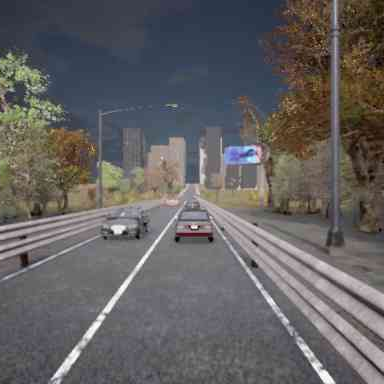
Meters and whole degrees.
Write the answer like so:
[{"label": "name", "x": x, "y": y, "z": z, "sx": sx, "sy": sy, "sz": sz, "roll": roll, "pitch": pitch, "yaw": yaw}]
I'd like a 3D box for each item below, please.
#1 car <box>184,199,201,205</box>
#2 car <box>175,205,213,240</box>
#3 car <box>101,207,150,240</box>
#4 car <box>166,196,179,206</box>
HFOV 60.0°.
[{"label": "car", "x": 0.086, "y": 1.662, "z": 42.797, "sx": 2.128, "sy": 1.511, "sz": 4.902, "roll": 0, "pitch": 0, "yaw": 0}, {"label": "car", "x": 0.099, "y": 1.600, "z": 17.151, "sx": 2.033, "sy": 1.411, "sz": 5.357, "roll": 0, "pitch": 0, "yaw": 0}, {"label": "car", "x": -3.350, "y": 1.546, "z": 17.515, "sx": 2.128, "sy": 1.511, "sz": 4.902, "roll": 0, "pitch": 0, "yaw": 0}, {"label": "car", "x": -3.331, "y": 1.592, "z": 58.068, "sx": 2.097, "sy": 1.767, "sz": 4.553, "roll": 0, "pitch": 0, "yaw": 0}]
